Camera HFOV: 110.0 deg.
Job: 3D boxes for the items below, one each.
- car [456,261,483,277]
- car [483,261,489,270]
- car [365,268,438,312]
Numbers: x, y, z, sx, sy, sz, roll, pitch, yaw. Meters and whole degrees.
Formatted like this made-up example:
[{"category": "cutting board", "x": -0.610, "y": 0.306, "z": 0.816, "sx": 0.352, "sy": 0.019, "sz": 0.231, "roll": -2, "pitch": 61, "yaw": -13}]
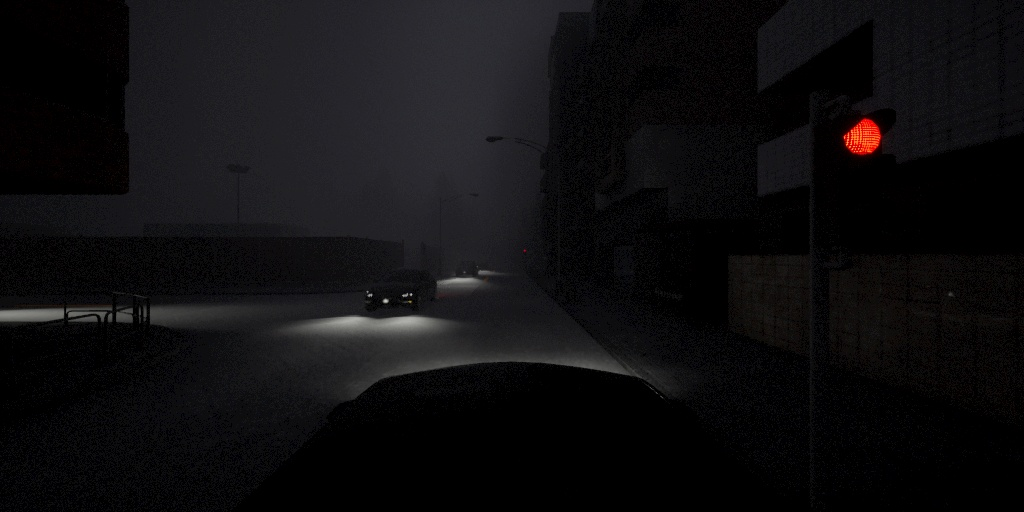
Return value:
[{"category": "car", "x": -4.419, "y": 1.240, "z": 35.678, "sx": 2.128, "sy": 1.511, "sz": 4.902, "roll": 0, "pitch": 0, "yaw": 0}, {"category": "car", "x": -4.493, "y": 1.352, "z": 53.256, "sx": 1.895, "sy": 1.301, "sz": 4.718, "roll": 0, "pitch": 0, "yaw": -1}, {"category": "car", "x": -4.218, "y": 1.255, "z": 14.337, "sx": 1.837, "sy": 1.490, "sz": 4.892, "roll": 0, "pitch": 0, "yaw": -1}]
